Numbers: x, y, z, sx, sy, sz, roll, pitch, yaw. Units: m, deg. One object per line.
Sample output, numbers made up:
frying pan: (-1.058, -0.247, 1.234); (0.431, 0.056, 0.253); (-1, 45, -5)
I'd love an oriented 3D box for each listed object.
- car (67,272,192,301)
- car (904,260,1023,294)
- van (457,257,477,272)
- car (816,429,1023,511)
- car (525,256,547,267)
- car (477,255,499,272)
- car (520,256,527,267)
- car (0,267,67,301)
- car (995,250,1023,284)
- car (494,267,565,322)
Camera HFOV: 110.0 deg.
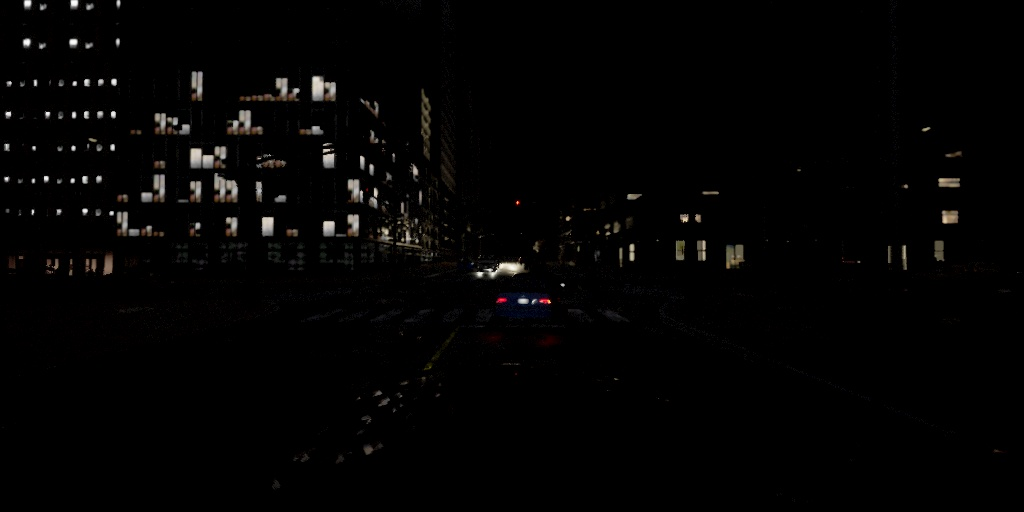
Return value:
car: (-17.418, 1.387, 16.697); (4.207, 1.307, 1.802); (0, 0, 1)
car: (20.691, 0.968, 16.328); (4.829, 1.417, 1.751); (0, 0, 1)
van: (-5.686, 1.021, 44.171); (1.690, 1.789, 3.998); (0, 0, 0)
car: (2.815, 1.333, 0.572); (1.802, 1.307, 4.207); (0, 0, 0)
car: (2.694, 1.129, 38.535); (1.967, 1.591, 4.097); (0, 0, 0)
car: (-3.090, 0.899, 45.091); (2.150, 2.045, 5.566); (0, 0, 0)
car: (2.695, 0.985, 49.883); (2.192, 1.841, 5.009); (0, 0, 0)
car: (-23.101, 1.300, 16.752); (4.097, 1.591, 1.967); (0, 0, 1)
car: (33.947, 0.631, 22.000); (5.566, 2.045, 2.150); (-1, -1, 1)
car: (0.754, 1.281, 12.304); (2.033, 1.411, 5.357); (0, 0, 10)
